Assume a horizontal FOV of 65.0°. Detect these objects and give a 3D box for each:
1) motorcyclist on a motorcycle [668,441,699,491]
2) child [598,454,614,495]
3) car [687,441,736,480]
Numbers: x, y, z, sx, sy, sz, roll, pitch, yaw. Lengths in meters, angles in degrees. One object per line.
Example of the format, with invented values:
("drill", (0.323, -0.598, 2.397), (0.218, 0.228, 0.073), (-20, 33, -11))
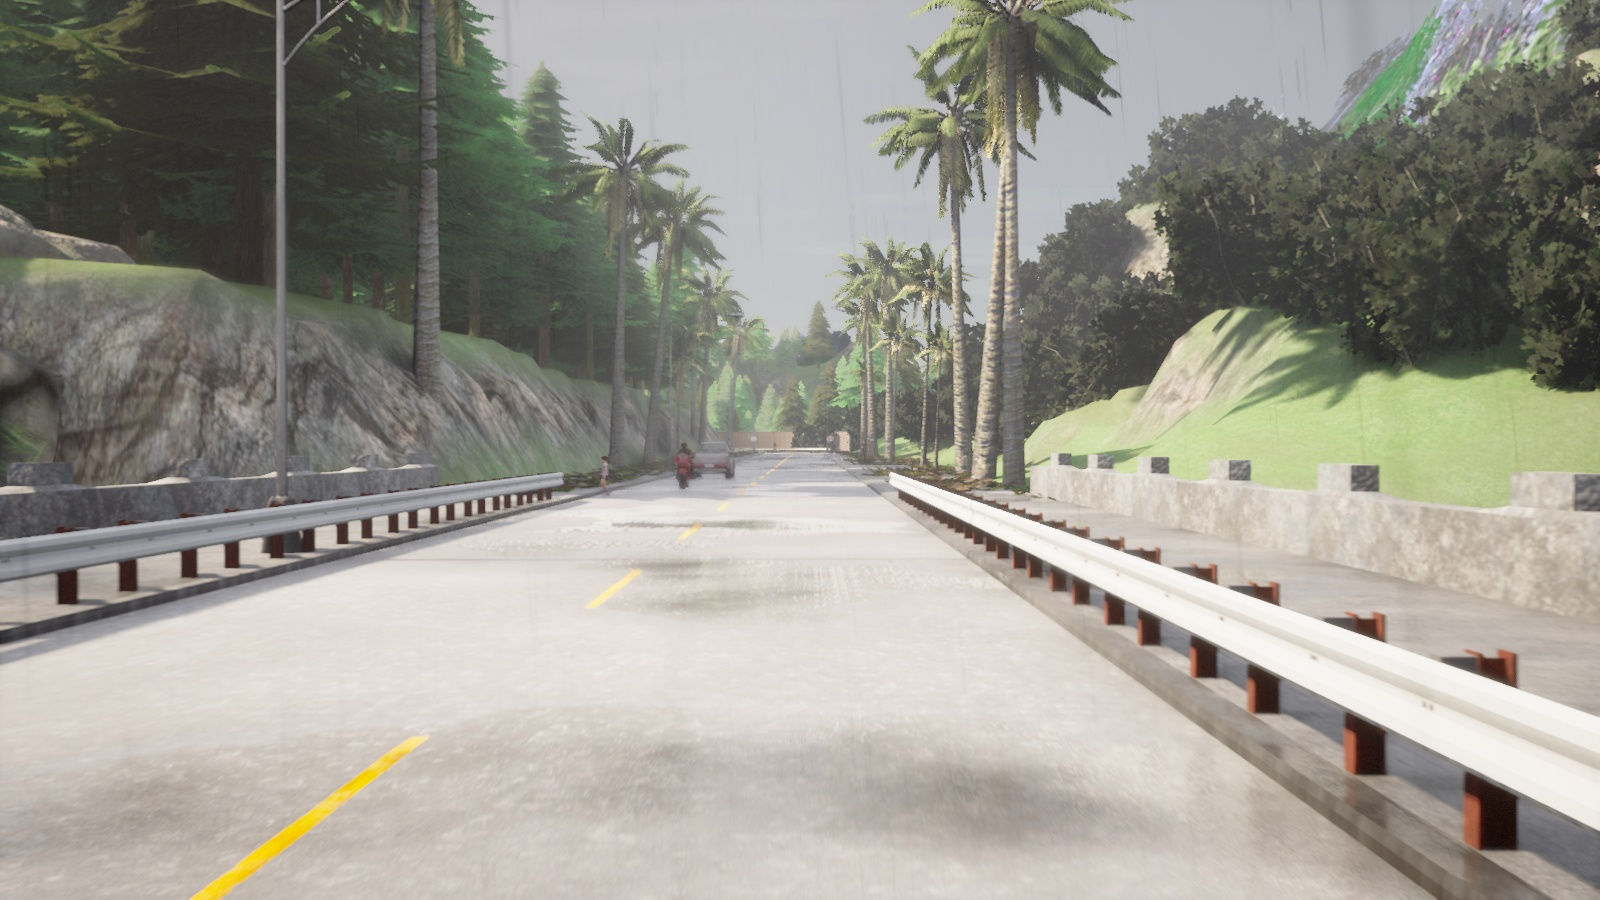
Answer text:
("motorcyclist on a motorcycle", (-3.739, 0.496, 40.504), (0.797, 1.523, 2.044), (0, 1, 0))
("child", (-5.262, 0.655, 34.040), (0.394, 1.110, 0.255), (0, 0, -15))
("car", (-3.671, 0.419, 52.855), (1.789, 1.549, 3.705), (0, 1, 0))
